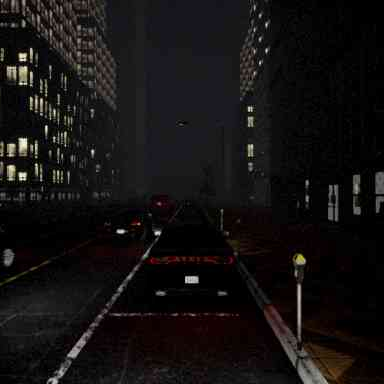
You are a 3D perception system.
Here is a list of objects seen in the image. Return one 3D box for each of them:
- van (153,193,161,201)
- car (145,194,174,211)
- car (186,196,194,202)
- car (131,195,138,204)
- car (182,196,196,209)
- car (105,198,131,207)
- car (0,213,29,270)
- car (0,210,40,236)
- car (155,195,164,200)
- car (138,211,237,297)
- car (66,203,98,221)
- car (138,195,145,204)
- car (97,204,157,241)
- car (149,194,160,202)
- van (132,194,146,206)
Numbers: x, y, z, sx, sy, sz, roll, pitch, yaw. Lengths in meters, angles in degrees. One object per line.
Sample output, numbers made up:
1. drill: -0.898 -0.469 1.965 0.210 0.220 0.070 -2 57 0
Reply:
1. van: -8.831 1.286 84.106 1.690 1.788 3.998 0 0 0
2. car: -3.157 1.210 34.540 2.150 2.045 5.566 0 0 0
3. car: -0.452 1.533 78.399 1.802 1.307 4.206 0 0 0
4. car: -8.833 1.523 49.953 1.887 1.381 4.507 0 0 0
5. car: -0.452 1.548 44.248 1.947 1.339 4.313 0 0 0
6. car: -8.833 1.537 38.569 2.008 1.369 4.403 0 0 0
7. car: -6.246 1.504 8.287 1.837 1.490 4.892 0 0 0
8. car: -8.833 1.563 15.800 1.947 1.339 4.313 0 0 0
9. car: -8.832 1.504 89.799 1.947 1.339 4.313 0 0 0
10. car: -0.006 1.477 8.649 1.882 1.535 5.008 0 0 0
11. car: -8.832 1.575 27.183 1.802 1.307 4.206 0 0 0
12. car: -6.146 1.119 48.813 2.128 1.511 4.902 0 0 0
13. car: -3.056 1.523 16.550 1.812 1.442 4.674 0 0 0
14. car: -8.832 1.391 78.413 1.967 1.590 4.097 0 0 0
15. van: -8.832 1.315 55.646 1.690 1.788 3.998 0 0 0
